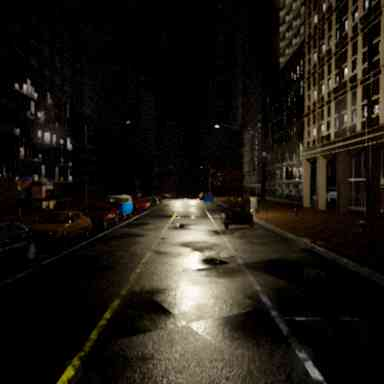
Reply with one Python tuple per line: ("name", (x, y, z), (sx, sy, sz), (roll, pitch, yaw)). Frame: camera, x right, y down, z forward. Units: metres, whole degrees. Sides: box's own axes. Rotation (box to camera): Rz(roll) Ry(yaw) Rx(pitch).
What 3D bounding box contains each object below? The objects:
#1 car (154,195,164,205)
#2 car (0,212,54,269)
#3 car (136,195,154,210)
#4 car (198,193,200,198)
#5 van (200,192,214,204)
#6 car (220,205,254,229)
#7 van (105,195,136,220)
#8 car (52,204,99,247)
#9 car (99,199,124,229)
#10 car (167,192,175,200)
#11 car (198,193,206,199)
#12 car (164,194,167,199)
("car", (-5.722, 1.209, 48.291), (2.008, 1.369, 4.403), (-1, 0, 0))
("car", (-5.705, 1.483, 8.916), (2.008, 1.369, 4.403), (-1, 0, 0))
("car", (-5.717, 1.278, 37.040), (1.887, 1.381, 4.507), (-1, 0, 0))
("car", (2.649, 0.990, 65.168), (1.967, 1.590, 4.097), (-1, 0, 0))
("van", (2.652, 0.962, 53.918), (1.690, 1.788, 3.998), (-1, 0, 0))
("car", (2.670, 1.433, 20.170), (1.802, 1.307, 4.206), (-1, 0, 0))
("van", (-5.716, 1.152, 25.788), (1.690, 1.788, 3.998), (-1, 0, 0))
("car", (-5.708, 1.417, 14.371), (1.752, 1.417, 4.829), (-1, 0, 0))
("car", (-5.710, 1.395, 20.166), (1.887, 1.381, 4.507), (-1, 0, 0))
("car", (-5.734, 1.032, 76.414), (2.008, 1.369, 4.403), (-1, 0, 0))
("car", (2.641, 0.938, 87.839), (1.752, 1.417, 4.829), (-1, 0, 0))
("car", (-5.725, 1.172, 53.915), (2.008, 1.369, 4.403), (-1, 0, 0))
